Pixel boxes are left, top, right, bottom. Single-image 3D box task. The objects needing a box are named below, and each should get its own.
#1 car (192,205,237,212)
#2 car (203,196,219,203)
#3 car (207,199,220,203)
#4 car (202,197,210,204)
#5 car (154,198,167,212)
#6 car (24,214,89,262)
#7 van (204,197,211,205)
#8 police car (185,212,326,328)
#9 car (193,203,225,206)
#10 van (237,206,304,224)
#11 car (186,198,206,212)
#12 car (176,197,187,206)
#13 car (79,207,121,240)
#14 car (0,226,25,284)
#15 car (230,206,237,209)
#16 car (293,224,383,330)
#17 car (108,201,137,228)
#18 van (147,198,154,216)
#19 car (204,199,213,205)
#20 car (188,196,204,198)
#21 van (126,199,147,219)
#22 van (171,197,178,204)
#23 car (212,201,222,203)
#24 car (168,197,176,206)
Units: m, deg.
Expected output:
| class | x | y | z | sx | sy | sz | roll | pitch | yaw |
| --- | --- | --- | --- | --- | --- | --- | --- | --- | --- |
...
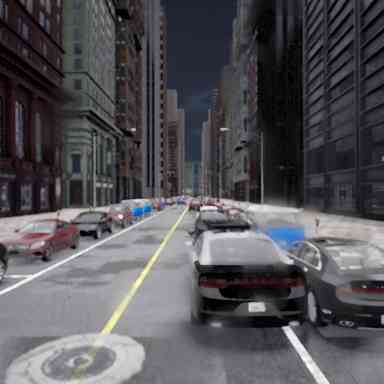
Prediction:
| class | x | y | z | sx | sy | sz | roll | pitch | yaw |
| --- | --- | --- | --- | --- | --- | --- | --- | --- | --- |
| car | 1.054 | 1.658 | 17.334 | 1.837 | 1.490 | 4.892 | 0 | -1 | 1 |
| car | 3.367 | 1.790 | 52.015 | 2.192 | 1.841 | 5.009 | 0 | -1 | 1 |
| car | 3.241 | 1.911 | 40.742 | 1.887 | 1.381 | 4.507 | 0 | -1 | 1 |
| car | 3.813 | 2.316 | 91.464 | 1.967 | 1.590 | 4.097 | 0 | -1 | 1 |
| car | -5.221 | 1.758 | 46.461 | 2.192 | 1.841 | 5.009 | 0 | -1 | 1 |
| car | -5.601 | 1.709 | 12.643 | 1.802 | 1.307 | 4.206 | 0 | -1 | 1 |
| van | 3.685 | 2.100 | 80.193 | 1.690 | 1.788 | 3.998 | 0 | -1 | 1 |
| police car | 0.881 | 1.490 | 7.420 | 1.930 | 1.638 | 5.238 | 0 | 0 | -1 |
| car | 1.184 | 1.733 | 23.333 | 1.812 | 1.442 | 4.674 | 0 | -1 | 1 |
| van | 2.923 | 1.445 | 12.566 | 1.690 | 1.788 | 3.998 | 0 | -1 | 1 |
| car | 0.540 | 1.891 | 44.923 | 1.882 | 1.535 | 5.008 | 0 | 0 | 1 |
| car | -2.185 | 2.273 | 70.315 | 1.895 | 1.301 | 4.718 | 0 | -1 | 1 |
| car | -5.537 | 1.744 | 18.279 | 1.947 | 1.339 | 4.313 | 0 | -1 | 1 |
| car | -5.664 | 1.643 | 7.007 | 1.947 | 1.339 | 4.313 | 0 | 0 | 1 |
| car | 2.987 | 1.706 | 18.200 | 2.008 | 1.369 | 4.403 | 0 | -1 | 1 |
| car | 2.860 | 1.605 | 6.928 | 2.008 | 1.369 | 4.403 | 0 | -1 | 1 |
| car | -5.474 | 1.670 | 23.917 | 1.967 | 1.590 | 4.097 | 0 | -1 | 1 |
| van | -5.348 | 1.677 | 35.189 | 1.690 | 1.788 | 3.998 | 0 | -1 | 1 |
| car | 3.624 | 2.228 | 74.726 | 1.752 | 1.417 | 4.829 | 0 | -1 | 1 |
| car | 0.679 | 1.897 | 58.386 | 2.097 | 1.767 | 4.553 | 0 | -1 | 1 |
| van | -5.411 | 1.623 | 29.553 | 1.690 | 1.788 | 3.998 | 0 | -1 | 1 |
| van | -4.712 | 2.240 | 91.549 | 1.690 | 1.788 | 3.998 | 0 | -1 | 1 |
| car | 3.114 | 1.810 | 29.471 | 2.008 | 1.369 | 4.403 | 0 | -1 | 1 |
| car | -4.965 | 2.211 | 69.003 | 1.887 | 1.381 | 4.507 | 0 | -1 | 1 |
